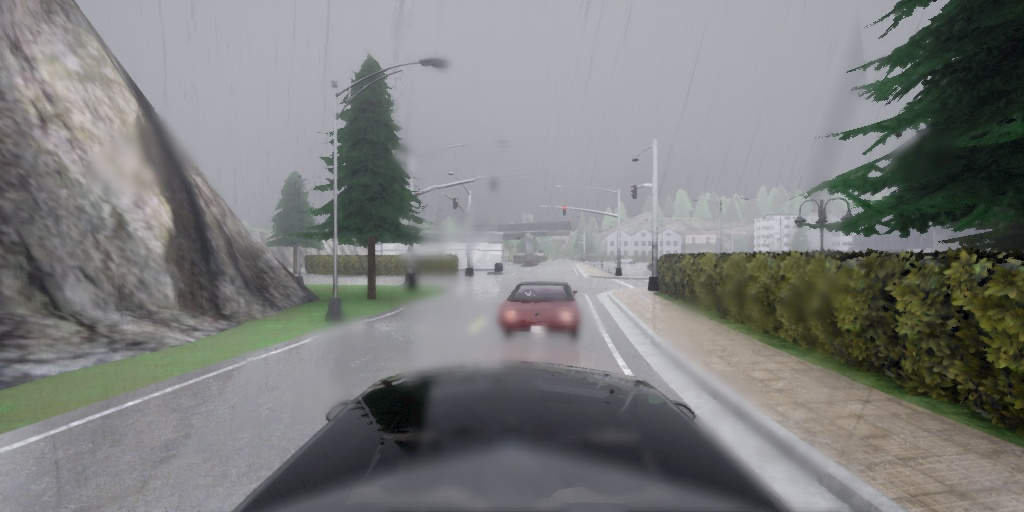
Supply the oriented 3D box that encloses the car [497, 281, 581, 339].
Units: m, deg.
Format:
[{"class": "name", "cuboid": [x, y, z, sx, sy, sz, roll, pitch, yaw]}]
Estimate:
[{"class": "car", "cuboid": [0.914, 1.351, 10.127, 1.895, 1.301, 4.718, 0, 0, 8]}]
